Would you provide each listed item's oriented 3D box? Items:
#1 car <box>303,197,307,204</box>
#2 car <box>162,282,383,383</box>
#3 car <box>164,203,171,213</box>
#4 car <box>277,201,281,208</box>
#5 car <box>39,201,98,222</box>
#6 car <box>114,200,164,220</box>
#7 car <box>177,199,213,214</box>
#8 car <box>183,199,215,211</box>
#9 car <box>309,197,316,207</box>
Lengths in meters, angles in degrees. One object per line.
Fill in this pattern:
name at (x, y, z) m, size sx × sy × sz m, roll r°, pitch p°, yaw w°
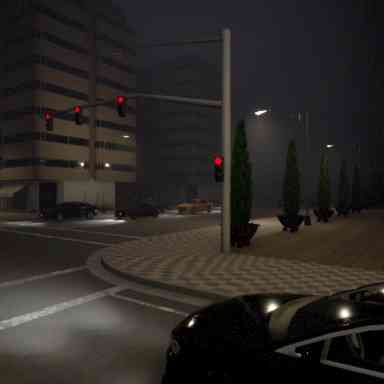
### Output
car at (20.653, 1.545, 58.516) m, size 2.128 × 1.511 × 4.902 m, roll 0°, pitch 0°, yaw 35°
car at (1.944, 1.492, 2.587) m, size 4.902 × 1.511 × 2.128 m, roll 0°, pitch 0°, yaw 36°
car at (-4.493, 1.601, 35.407) m, size 2.033 × 1.411 × 5.357 m, roll 0°, pitch 0°, yaw 35°
car at (14.444, 1.601, 49.728) m, size 2.033 × 1.411 × 5.357 m, roll 0°, pitch 0°, yaw 35°
car at (-10.114, 1.558, 27.451) m, size 1.837 × 1.490 × 4.892 m, roll 0°, pitch 0°, yaw 35°
car at (-4.739, 1.618, 28.995) m, size 1.994 × 1.385 × 4.181 m, roll 0°, pitch 0°, yaw 35°
car at (0.412, 1.531, 36.281) m, size 1.882 × 1.535 × 5.008 m, roll 0°, pitch 0°, yaw 35°
car at (0.959, 1.617, 43.096) m, size 1.994 × 1.385 × 4.181 m, roll 0°, pitch 0°, yaw 36°
car at (19.811, 1.618, 51.252) m, size 1.994 × 1.385 × 4.181 m, roll 0°, pitch 0°, yaw 35°
